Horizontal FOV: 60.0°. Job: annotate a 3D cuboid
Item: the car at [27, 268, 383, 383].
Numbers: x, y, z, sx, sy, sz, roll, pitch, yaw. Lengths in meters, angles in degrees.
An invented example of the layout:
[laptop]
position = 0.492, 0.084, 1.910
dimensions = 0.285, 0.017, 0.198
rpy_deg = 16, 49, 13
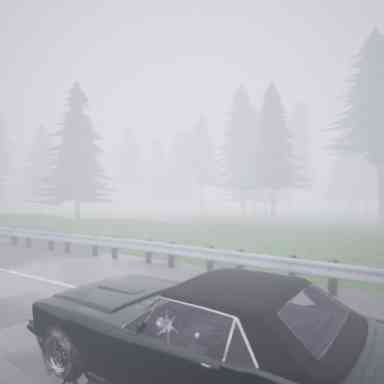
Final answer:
[car]
position = 0.197, 1.594, 3.755
dimensions = 4.718, 1.301, 1.895
rpy_deg = 0, 0, 35
